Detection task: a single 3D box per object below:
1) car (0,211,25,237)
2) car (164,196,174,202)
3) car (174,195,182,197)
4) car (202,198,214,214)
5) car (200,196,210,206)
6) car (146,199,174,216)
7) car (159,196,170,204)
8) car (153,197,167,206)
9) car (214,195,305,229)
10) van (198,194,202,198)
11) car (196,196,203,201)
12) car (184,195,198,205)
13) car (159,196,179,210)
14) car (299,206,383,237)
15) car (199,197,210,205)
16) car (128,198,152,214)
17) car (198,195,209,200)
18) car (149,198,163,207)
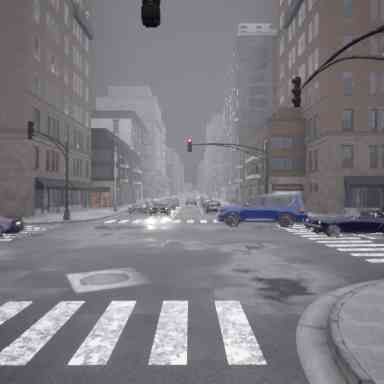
[{"bbox_3d":[-11.046,1.606,17.317,4.181,1.385,1.994,0,0,0],"label":"car"},{"bbox_3d":[-5.584,1.694,80.237,2.008,1.369,4.403,0,0,0],"label":"car"},{"bbox_3d":[-3.085,1.636,53.452,1.994,1.385,4.181,0,0,0],"label":"car"},{"bbox_3d":[2.359,1.606,36.136,1.947,1.339,4.313,0,0,0],"label":"car"},{"bbox_3d":[2.380,1.641,47.159,1.802,1.307,4.206,0,0,0],"label":"car"},{"bbox_3d":[-3.133,1.637,33.515,1.895,1.301,4.718,0,0,0],"label":"car"},{"bbox_3d":[-5.604,1.552,69.216,1.967,1.590,4.097,0,0,0],"label":"car"},{"bbox_3d":[-5.625,1.634,58.195,2.008,1.369,4.403,0,0,0],"label":"car"},{"bbox_3d":[4.527,1.223,21.551,5.566,2.045,2.150,0,1,15],"label":"car"},{"bbox_3d":[2.400,1.424,58.180,1.690,1.788,3.998,0,0,0],"label":"van"},{"bbox_3d":[2.050,1.698,90.105,1.812,1.442,4.674,0,0,0],"label":"car"},{"bbox_3d":[-0.133,1.655,61.680,1.994,1.385,4.181,0,0,0],"label":"car"},{"bbox_3d":[-3.110,1.617,43.493,1.994,1.385,4.181,0,0,1],"label":"car"},{"bbox_3d":[8.341,1.566,17.158,4.718,1.301,1.895,0,0,-4],"label":"car"},{"bbox_3d":[2.410,1.647,63.691,2.008,1.369,4.403,0,0,0],"label":"car"},{"bbox_3d":[-5.665,1.480,36.152,1.967,1.590,4.097,0,0,0],"label":"car"},{"bbox_3d":[2.390,1.637,52.669,1.947,1.339,4.313,0,0,0],"label":"car"},{"bbox_3d":[-5.635,1.653,52.684,1.802,1.307,4.206,0,0,0],"label":"car"}]
